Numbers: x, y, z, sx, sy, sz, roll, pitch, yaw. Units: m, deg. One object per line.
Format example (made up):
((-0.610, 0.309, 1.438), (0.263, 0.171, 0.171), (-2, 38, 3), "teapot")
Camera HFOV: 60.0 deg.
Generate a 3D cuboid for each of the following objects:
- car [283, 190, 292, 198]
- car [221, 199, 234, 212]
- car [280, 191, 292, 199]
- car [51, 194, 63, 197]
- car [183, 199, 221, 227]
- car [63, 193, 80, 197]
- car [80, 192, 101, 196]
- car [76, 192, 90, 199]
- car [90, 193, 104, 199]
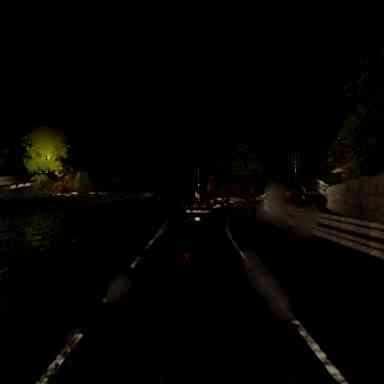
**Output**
((26.339, 0.446, 91.922), (2.097, 1.767, 4.553), (0, 4, 19), "car")
((3.312, 1.447, 36.135), (1.994, 1.385, 4.181), (1, -2, 15), "car")
((22.991, 1.287, 82.853), (1.994, 1.385, 4.181), (0, 3, 21), "car")
((-27.976, 1.136, 69.291), (1.895, 1.301, 4.718), (0, 0, 0), "car")
((0.576, 1.344, 21.778), (2.128, 1.511, 4.902), (0, 0, 6), "car")
((-24.476, 1.018, 69.319), (1.882, 1.535, 5.008), (0, 0, 0), "car")
((-20.976, 1.017, 69.318), (1.882, 1.535, 5.008), (0, 0, 0), "car")
((-27.971, 0.801, 85.599), (2.097, 1.767, 4.553), (0, 0, 0), "car")
((-24.471, 0.985, 85.569), (2.033, 1.411, 5.357), (0, 0, 0), "car")
